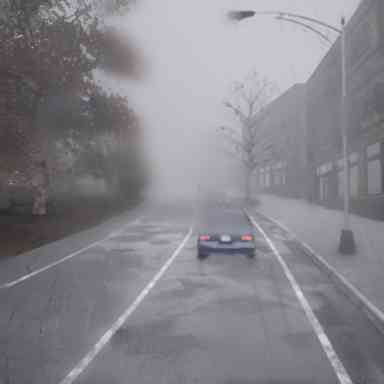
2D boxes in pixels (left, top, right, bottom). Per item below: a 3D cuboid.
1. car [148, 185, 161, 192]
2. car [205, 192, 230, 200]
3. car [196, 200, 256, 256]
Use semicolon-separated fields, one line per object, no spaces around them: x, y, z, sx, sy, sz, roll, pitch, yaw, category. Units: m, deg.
-7.171;-0.707;63.330;1.895;1.301;4.718;1;2;-17;car
2.075;0.681;27.023;2.033;1.411;5.357;0;2;0;car
1.224;1.257;11.808;2.033;1.411;5.357;0;2;6;car
